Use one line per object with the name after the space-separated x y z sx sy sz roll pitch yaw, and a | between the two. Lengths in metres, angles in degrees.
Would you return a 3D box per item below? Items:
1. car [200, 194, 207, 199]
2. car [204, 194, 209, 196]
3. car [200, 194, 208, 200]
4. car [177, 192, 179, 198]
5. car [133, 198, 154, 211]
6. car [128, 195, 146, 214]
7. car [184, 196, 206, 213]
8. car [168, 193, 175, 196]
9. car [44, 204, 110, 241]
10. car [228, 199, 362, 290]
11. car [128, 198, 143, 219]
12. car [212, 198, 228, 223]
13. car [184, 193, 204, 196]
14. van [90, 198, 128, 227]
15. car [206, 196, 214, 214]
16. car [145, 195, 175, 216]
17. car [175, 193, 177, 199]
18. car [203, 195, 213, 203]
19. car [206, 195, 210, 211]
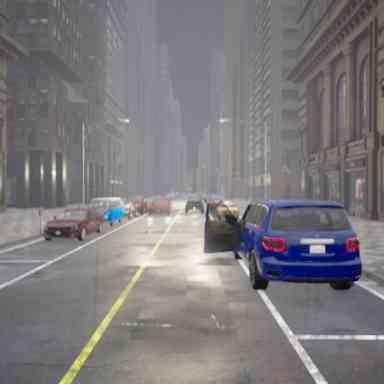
3.293 1.292 94.997 2.008 1.369 4.403 0 0 0 | car
3.041 1.374 50.218 1.752 1.417 4.829 0 0 0 | car
3.261 1.320 89.379 1.947 1.339 4.313 0 0 0 | car
-5.264 1.299 89.410 1.887 1.381 4.507 0 0 0 | car
-5.549 1.408 38.676 1.752 1.417 4.829 0 0 0 | car
-5.579 1.214 33.227 2.192 1.841 5.009 0 0 0 | car
0.264 1.392 35.533 1.837 1.490 4.892 0 -1 1 | car
-5.359 1.377 72.555 1.802 1.307 4.206 0 0 0 | car
-5.674 1.494 16.372 1.887 1.381 4.507 0 0 0 | car
2.442 1.191 9.115 2.150 2.045 5.566 0 0 0 | car
-5.611 1.466 27.609 2.008 1.369 4.403 0 0 0 | car
2.915 1.440 27.743 1.752 1.417 4.829 0 0 0 | car
0.292 1.349 47.018 2.128 1.511 4.902 0 0 1 | car
-5.643 1.273 21.990 1.690 1.788 3.998 0 0 0 | van
2.977 1.464 38.811 1.802 1.307 4.206 0 0 0 | car
-2.920 1.381 31.402 1.882 1.535 5.008 0 0 0 | car
-5.327 1.347 78.174 1.947 1.339 4.313 0 0 0 | car
3.135 1.353 66.904 1.887 1.381 4.507 0 0 0 | car
3.009 1.447 44.429 1.802 1.307 4.206 0 0 0 | car
